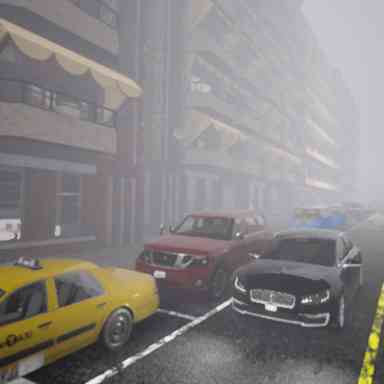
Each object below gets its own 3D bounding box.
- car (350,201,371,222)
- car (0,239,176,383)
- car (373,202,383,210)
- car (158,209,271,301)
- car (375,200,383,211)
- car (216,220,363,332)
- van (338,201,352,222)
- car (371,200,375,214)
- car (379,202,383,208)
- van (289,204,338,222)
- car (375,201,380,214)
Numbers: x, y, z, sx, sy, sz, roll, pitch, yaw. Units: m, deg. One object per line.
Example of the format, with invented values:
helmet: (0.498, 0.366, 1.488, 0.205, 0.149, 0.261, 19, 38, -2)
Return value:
car: (15.647, 1.846, 32.375, 2.192, 1.841, 5.009, 1, 0, 33)
car: (-2.384, 1.582, 4.317, 1.752, 1.417, 4.829, 1, 0, 33)
car: (36.564, 2.701, 64.942, 1.887, 1.381, 4.507, 1, 0, 33)
car: (0.703, 1.448, 9.113, 2.192, 1.841, 5.009, 1, 0, 33)
car: (33.580, 2.376, 60.289, 2.192, 1.841, 5.009, 1, 0, 33)
car: (2.557, 1.618, 7.300, 1.837, 1.490, 4.892, 0, -1, 33)
van: (9.668, 1.707, 23.071, 1.690, 1.788, 3.998, 1, 0, 33)
car: (18.636, 1.930, 37.027, 2.192, 1.841, 5.009, 1, 0, 33)
car: (45.531, 3.036, 78.900, 1.802, 1.307, 4.206, 1, 0, 33)
van: (6.679, 1.627, 18.416, 1.690, 1.788, 3.998, 1, 0, 33)
car: (24.608, 2.354, 46.333, 1.947, 1.339, 4.313, 1, 0, 33)
